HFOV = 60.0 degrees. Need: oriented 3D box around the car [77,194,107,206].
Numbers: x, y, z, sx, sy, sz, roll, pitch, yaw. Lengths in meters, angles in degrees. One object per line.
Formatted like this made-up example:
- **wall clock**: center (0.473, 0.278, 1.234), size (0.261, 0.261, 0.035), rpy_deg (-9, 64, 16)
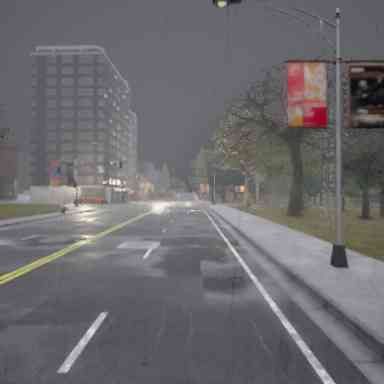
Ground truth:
- **car**: center (-15.799, 1.161, 53.091), size (4.553, 1.767, 2.097), rpy_deg (6, -2, -43)
